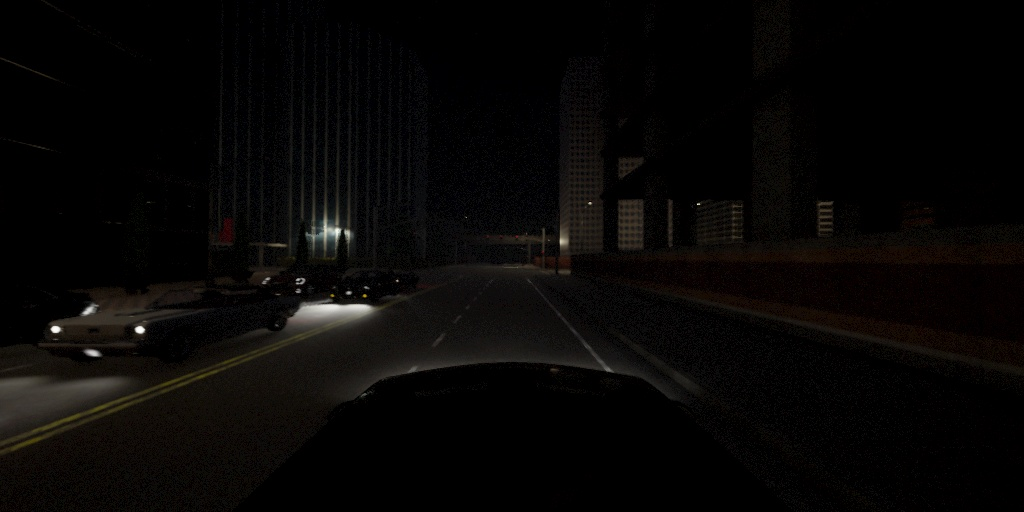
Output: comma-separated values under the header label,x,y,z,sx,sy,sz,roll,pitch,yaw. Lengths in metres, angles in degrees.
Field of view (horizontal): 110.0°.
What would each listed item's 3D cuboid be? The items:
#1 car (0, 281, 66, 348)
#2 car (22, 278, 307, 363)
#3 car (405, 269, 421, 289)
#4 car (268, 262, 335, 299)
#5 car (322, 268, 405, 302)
label,x,y,z,sx,sy,sz,roll,pitch,yaw
car,-10.611,1.226,6.329,1.837,1.490,4.892,0,-1,0
car,-7.121,1.361,8.295,1.895,1.301,4.718,0,0,0
car,-7.159,1.485,22.259,1.895,1.301,4.718,0,-1,0
car,-10.650,1.181,18.583,2.097,1.767,4.553,0,-1,0
car,-7.038,1.419,17.507,1.994,1.385,4.181,0,0,1
